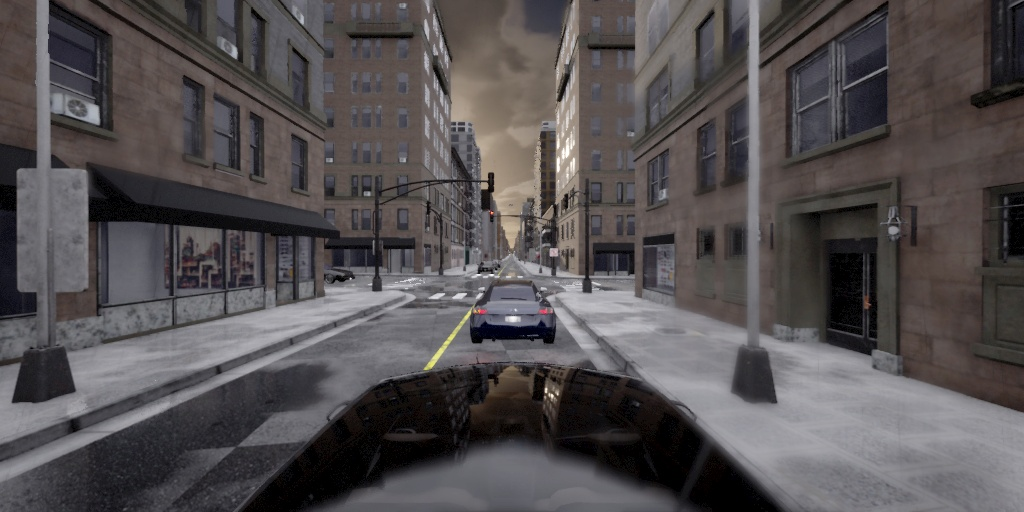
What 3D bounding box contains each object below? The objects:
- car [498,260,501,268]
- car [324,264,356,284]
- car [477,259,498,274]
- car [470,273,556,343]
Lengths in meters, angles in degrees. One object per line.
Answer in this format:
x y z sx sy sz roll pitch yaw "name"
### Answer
-3.051 1.398 52.923 2.033 1.411 5.357 0 0 0 "car"
-13.854 1.150 24.937 5.357 1.411 2.033 1 0 1 "car"
-3.059 1.331 43.100 1.837 1.490 4.892 0 0 0 "car"
0.017 1.320 9.656 1.994 1.385 4.181 0 0 0 "car"
